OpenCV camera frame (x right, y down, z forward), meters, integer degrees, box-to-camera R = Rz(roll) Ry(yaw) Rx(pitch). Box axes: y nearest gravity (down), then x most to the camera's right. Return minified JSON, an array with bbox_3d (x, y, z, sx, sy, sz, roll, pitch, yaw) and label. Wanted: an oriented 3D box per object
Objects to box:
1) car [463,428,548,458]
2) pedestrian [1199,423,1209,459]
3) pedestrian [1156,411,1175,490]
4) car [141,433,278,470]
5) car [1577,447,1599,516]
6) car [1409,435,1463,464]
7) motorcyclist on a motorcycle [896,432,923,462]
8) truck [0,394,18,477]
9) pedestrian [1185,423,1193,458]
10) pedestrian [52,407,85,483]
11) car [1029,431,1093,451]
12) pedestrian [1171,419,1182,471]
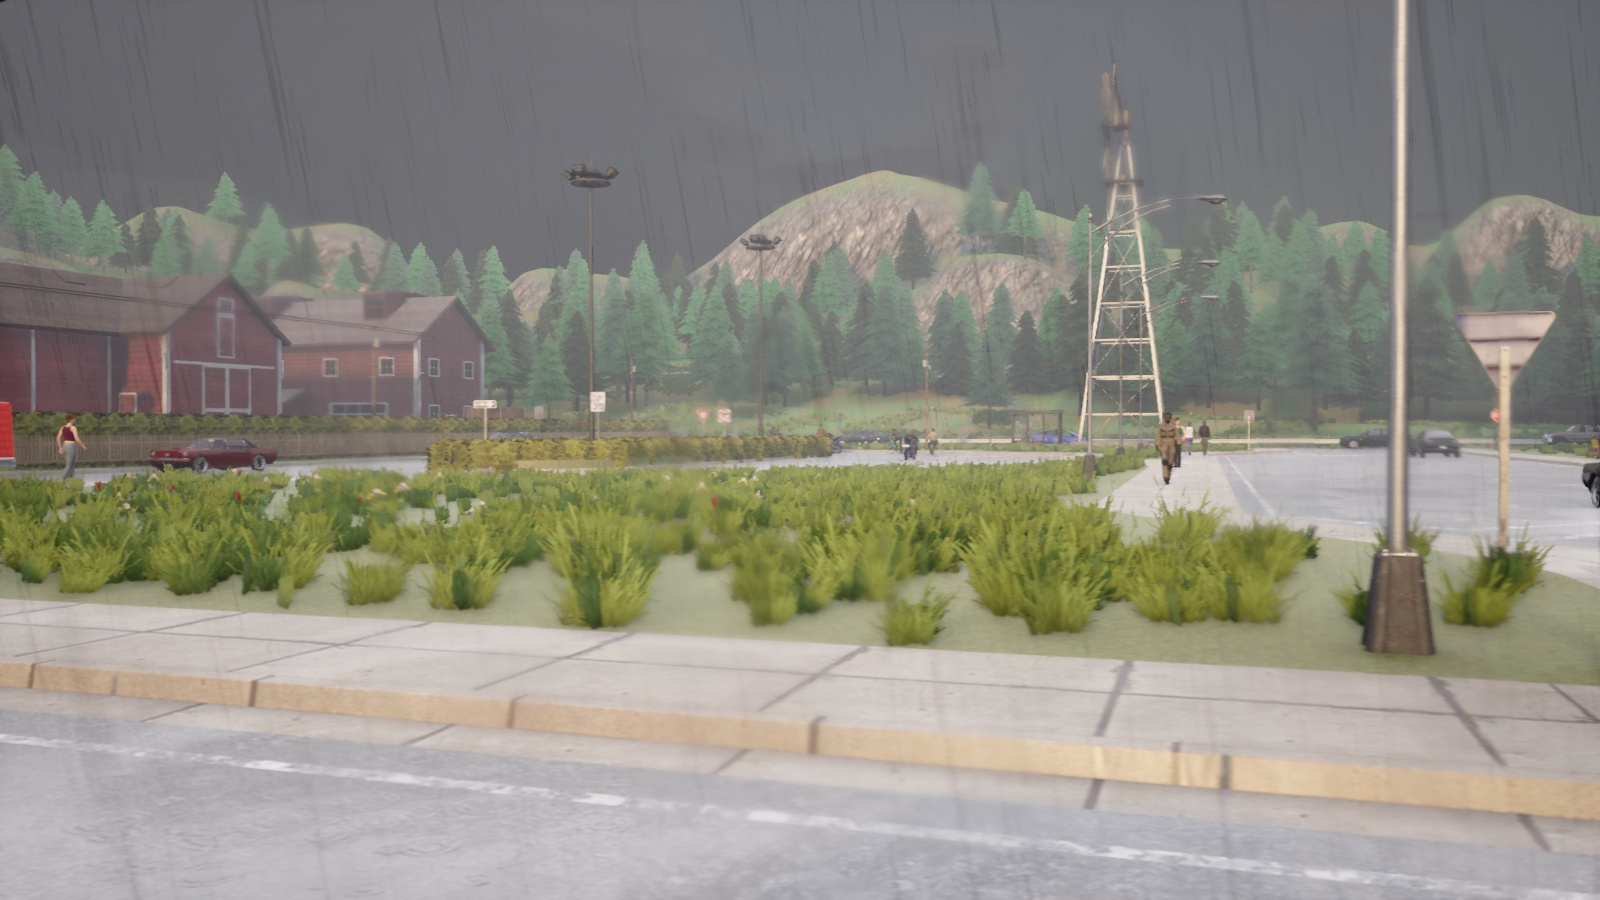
[{"bbox_3d":[-15.493,-0.399,66.388,2.128,1.511,4.902,1,1,18],"label":"car"},{"bbox_3d":[20.455,-0.462,63.584,0.431,1.840,0.703,1,1,18],"label":"pedestrian"},{"bbox_3d":[9.031,0.016,31.033,0.396,1.930,0.692,1,1,14],"label":"pedestrian"},{"bbox_3d":[-21.990,0.032,46.982,1.895,1.301,4.718,1,1,18],"label":"car"},{"bbox_3d":[15.917,0.632,22.893,1.895,1.301,4.718,1,1,18],"label":"car"},{"bbox_3d":[33.515,-0.066,66.268,1.812,1.442,4.674,1,1,18],"label":"car"},{"bbox_3d":[5.605,-0.168,63.987,0.866,1.530,2.191,1,1,18],"label":"motorcyclist on a motorcycle"},{"bbox_3d":[-25.658,-0.394,35.821,2.627,2.467,5.204,0,1,17],"label":"truck"},{"bbox_3d":[20.548,-0.507,66.314,0.354,1.836,0.706,1,1,17],"label":"pedestrian"},{"bbox_3d":[-17.866,-0.122,30.687,0.345,1.836,0.594,1,1,25],"label":"pedestrian"},{"bbox_3d":[19.887,-0.705,95.722,4.514,1.525,2.007,1,1,19],"label":"car"},{"bbox_3d":[13.364,-0.185,44.562,0.345,1.836,0.594,1,1,16],"label":"pedestrian"}]
